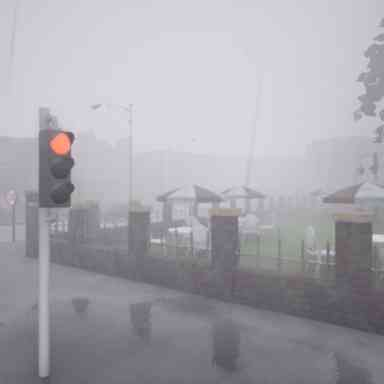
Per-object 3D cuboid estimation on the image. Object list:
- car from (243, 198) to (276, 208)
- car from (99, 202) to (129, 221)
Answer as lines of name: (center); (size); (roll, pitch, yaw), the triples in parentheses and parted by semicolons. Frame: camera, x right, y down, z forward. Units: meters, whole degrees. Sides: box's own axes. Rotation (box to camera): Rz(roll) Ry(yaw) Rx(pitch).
car: (9.542, 1.492, 46.490); (4.892, 1.490, 1.837); (1, -1, -21)
car: (-6.351, 1.546, 26.979); (1.994, 1.385, 4.181); (0, 0, 35)
